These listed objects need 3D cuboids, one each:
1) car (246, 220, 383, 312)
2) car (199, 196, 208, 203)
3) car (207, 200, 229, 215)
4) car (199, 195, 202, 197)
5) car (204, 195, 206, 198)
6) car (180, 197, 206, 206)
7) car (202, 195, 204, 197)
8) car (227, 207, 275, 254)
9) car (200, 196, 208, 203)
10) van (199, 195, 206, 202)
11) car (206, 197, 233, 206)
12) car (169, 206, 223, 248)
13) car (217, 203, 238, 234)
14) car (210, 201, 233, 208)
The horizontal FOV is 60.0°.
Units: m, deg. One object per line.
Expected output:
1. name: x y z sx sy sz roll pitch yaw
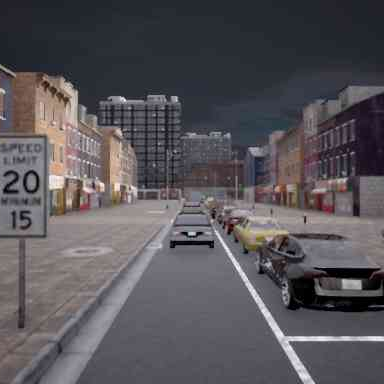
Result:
1. car: 2.646 1.567 7.586 1.947 1.339 4.313 1 0 0
2. car: 2.643 1.666 78.743 1.967 1.590 4.097 0 0 0
3. car: 2.645 1.587 34.955 2.008 1.369 4.403 1 0 0
4. car: 2.642 1.727 67.795 1.947 1.339 4.313 0 0 0
5. car: 3.015 1.552 48.189 1.882 1.535 5.008 0 0 0
6. car: 0.000 1.523 29.652 2.128 1.511 4.902 0 0 0
7. car: 3.024 1.627 55.189 1.812 1.442 4.674 0 0 0
8. car: 2.646 1.531 13.229 1.752 1.417 4.829 1 0 0
9. car: 2.642 1.719 73.439 1.752 1.417 4.829 0 0 0
10. van: 2.643 1.599 84.218 1.690 1.788 3.998 0 0 0
11. car: 2.647 1.341 29.482 2.192 1.841 5.009 1 0 0
12. car: 0.000 1.571 14.651 2.033 1.411 5.357 0 0 0
13. car: 2.645 1.555 18.534 1.887 1.381 4.507 1 0 0
14. car: 2.645 1.569 24.007 2.008 1.369 4.403 1 0 0
